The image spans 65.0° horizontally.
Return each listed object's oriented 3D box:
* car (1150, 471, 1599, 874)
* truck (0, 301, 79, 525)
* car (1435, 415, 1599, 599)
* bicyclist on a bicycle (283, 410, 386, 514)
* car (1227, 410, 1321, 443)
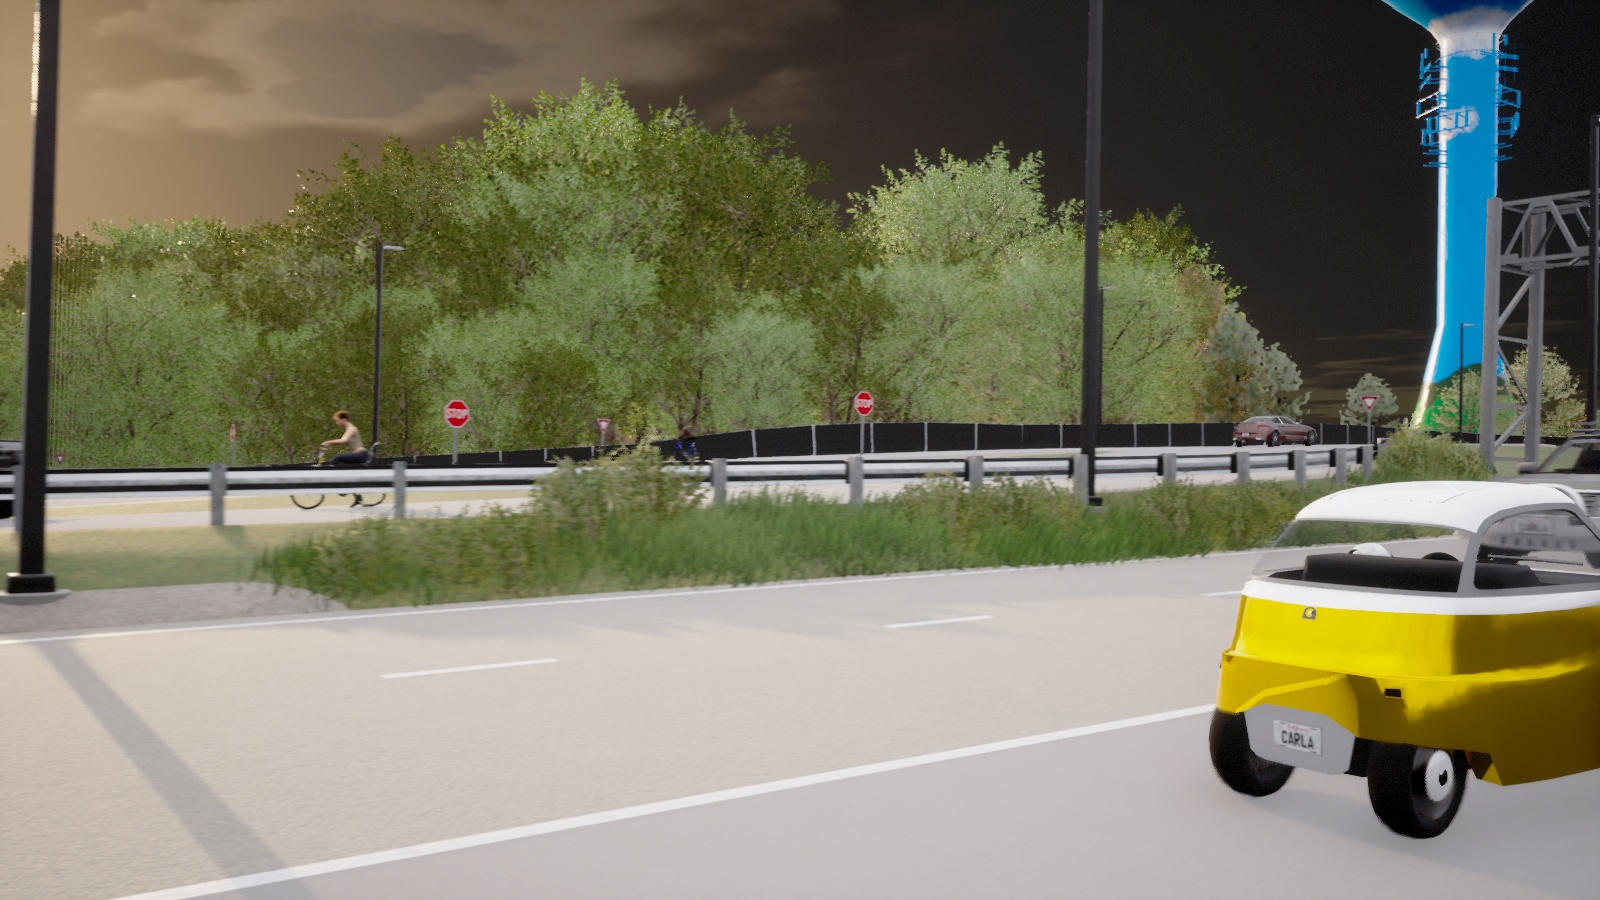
[{"bbox_3d":[2.911,0.808,5.685,2.207,1.376,1.481,0,0,-35],"label":"car"},{"bbox_3d":[-16.244,-0.414,20.072,7.936,3.462,2.891,-2,-1,6],"label":"truck"},{"bbox_3d":[9.544,0.572,14.564,4.605,1.855,1.932,0,0,-35],"label":"car"},{"bbox_3d":[-7.597,0.190,20.569,1.509,1.612,0.866,-2,0,-18],"label":"bicyclist on a bicycle"},{"bbox_3d":[24.602,-1.234,65.093,5.027,1.651,2.152,-1,1,-36],"label":"car"}]
